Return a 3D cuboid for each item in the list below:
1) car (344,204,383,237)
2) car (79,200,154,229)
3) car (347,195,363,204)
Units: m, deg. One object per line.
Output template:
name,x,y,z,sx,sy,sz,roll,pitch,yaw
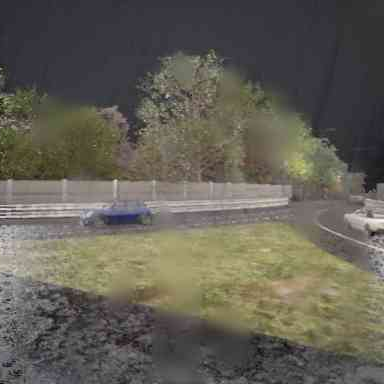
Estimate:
car,9.411,1.500,17.034,1.895,1.301,4.718,0,0,7
car,-4.840,1.316,21.471,4.553,1.767,2.097,0,0,-28
car,24.456,1.218,49.722,2.128,1.511,4.902,0,0,32
